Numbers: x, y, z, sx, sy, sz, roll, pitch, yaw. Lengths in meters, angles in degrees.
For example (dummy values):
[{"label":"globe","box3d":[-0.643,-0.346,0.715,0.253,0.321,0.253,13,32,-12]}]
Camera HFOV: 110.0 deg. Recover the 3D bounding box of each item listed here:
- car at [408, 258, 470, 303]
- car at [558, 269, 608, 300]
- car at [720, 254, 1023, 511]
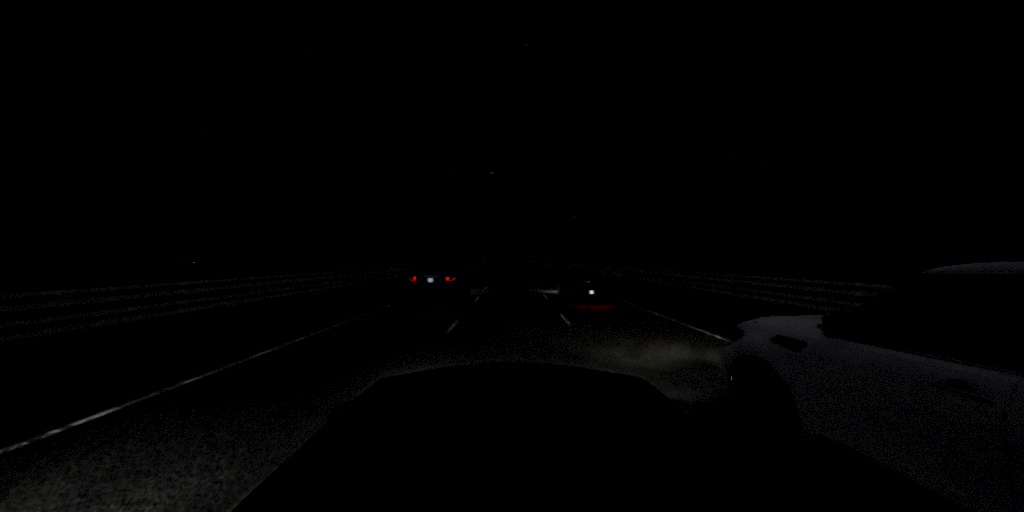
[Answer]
[{"label":"car","box3d":[-3.401,1.114,17.616,2.150,2.045,5.566,0,-1,0]},{"label":"car","box3d":[3.599,1.406,18.630,1.837,1.490,4.892,0,-1,0]},{"label":"car","box3d":[3.588,0.973,1.942,2.150,2.045,5.566,0,-1,0]}]
